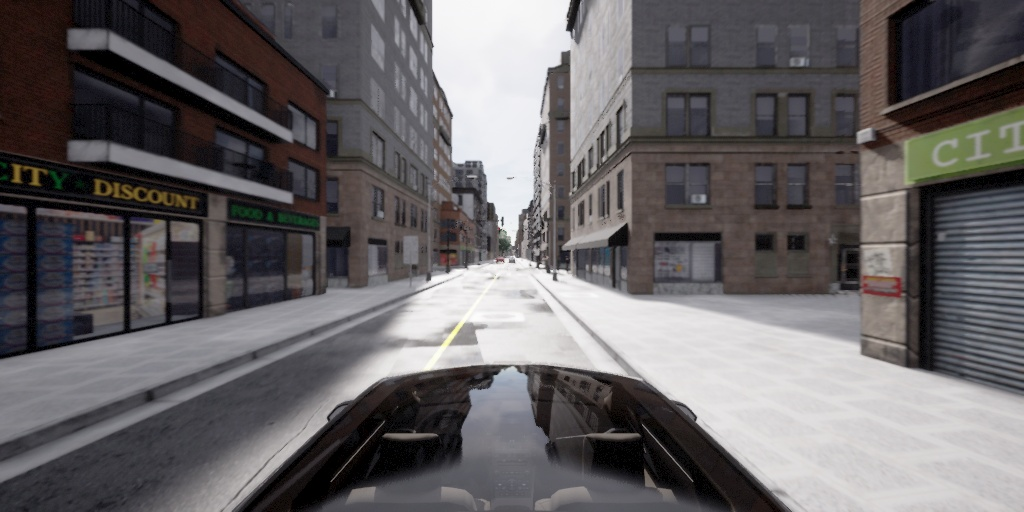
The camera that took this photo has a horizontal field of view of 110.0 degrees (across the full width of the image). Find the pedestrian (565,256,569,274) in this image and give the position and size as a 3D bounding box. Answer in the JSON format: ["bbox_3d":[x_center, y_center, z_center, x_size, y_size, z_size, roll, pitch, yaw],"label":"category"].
[{"bbox_3d":[5.641,0.883,36.944,0.375,1.860,0.375,0,0,0],"label":"pedestrian"}]

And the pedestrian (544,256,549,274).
[{"bbox_3d":[3.641,0.877,37.545,0.375,1.860,0.375,0,0,0],"label":"pedestrian"}]

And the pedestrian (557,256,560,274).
[{"bbox_3d":[4.642,0.879,36.344,0.375,1.860,0.375,0,0,0],"label":"pedestrian"}]
